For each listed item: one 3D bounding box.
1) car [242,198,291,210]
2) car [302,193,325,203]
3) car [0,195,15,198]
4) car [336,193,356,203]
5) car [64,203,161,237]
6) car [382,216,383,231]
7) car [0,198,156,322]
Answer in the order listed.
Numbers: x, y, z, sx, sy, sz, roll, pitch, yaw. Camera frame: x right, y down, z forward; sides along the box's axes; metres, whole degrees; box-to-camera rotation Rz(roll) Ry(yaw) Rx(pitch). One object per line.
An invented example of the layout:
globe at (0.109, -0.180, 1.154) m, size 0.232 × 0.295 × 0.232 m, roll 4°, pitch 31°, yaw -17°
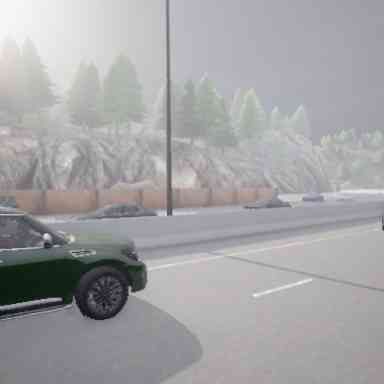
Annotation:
car at (7.115, 1.244, 31.313) m, size 5.357 × 1.411 × 2.033 m, roll -1°, pitch 1°, yaw -39°
car at (18.963, 0.900, 51.799) m, size 1.882 × 1.535 × 5.008 m, roll 0°, pitch 0°, yaw 44°
car at (-13.506, 1.215, 20.154) m, size 5.566 × 2.045 × 2.150 m, roll -1°, pitch 0°, yaw -36°
car at (24.408, 0.908, 52.427) m, size 1.812 × 1.442 × 4.674 m, roll 0°, pitch 1°, yaw 42°
car at (-4.258, 1.417, 18.249) m, size 4.892 × 1.490 × 1.837 m, roll 0°, pitch 0°, yaw -36°
car at (11.526, 1.111, 16.719) m, size 4.553 × 1.767 × 2.097 m, roll -1°, pitch 1°, yaw -38°
car at (-3.537, 1.218, 5.546) m, size 5.566 × 2.045 × 2.150 m, roll -1°, pitch 1°, yaw -36°
